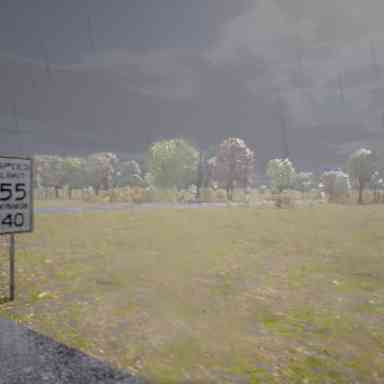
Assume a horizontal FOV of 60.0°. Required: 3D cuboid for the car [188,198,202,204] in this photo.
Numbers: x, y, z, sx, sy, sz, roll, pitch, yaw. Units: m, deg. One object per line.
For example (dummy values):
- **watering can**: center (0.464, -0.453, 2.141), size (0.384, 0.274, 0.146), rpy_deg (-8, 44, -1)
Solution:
- **car**: center (0.699, 2.301, 83.259), size (1.994, 1.385, 4.181), rpy_deg (1, 0, 36)
